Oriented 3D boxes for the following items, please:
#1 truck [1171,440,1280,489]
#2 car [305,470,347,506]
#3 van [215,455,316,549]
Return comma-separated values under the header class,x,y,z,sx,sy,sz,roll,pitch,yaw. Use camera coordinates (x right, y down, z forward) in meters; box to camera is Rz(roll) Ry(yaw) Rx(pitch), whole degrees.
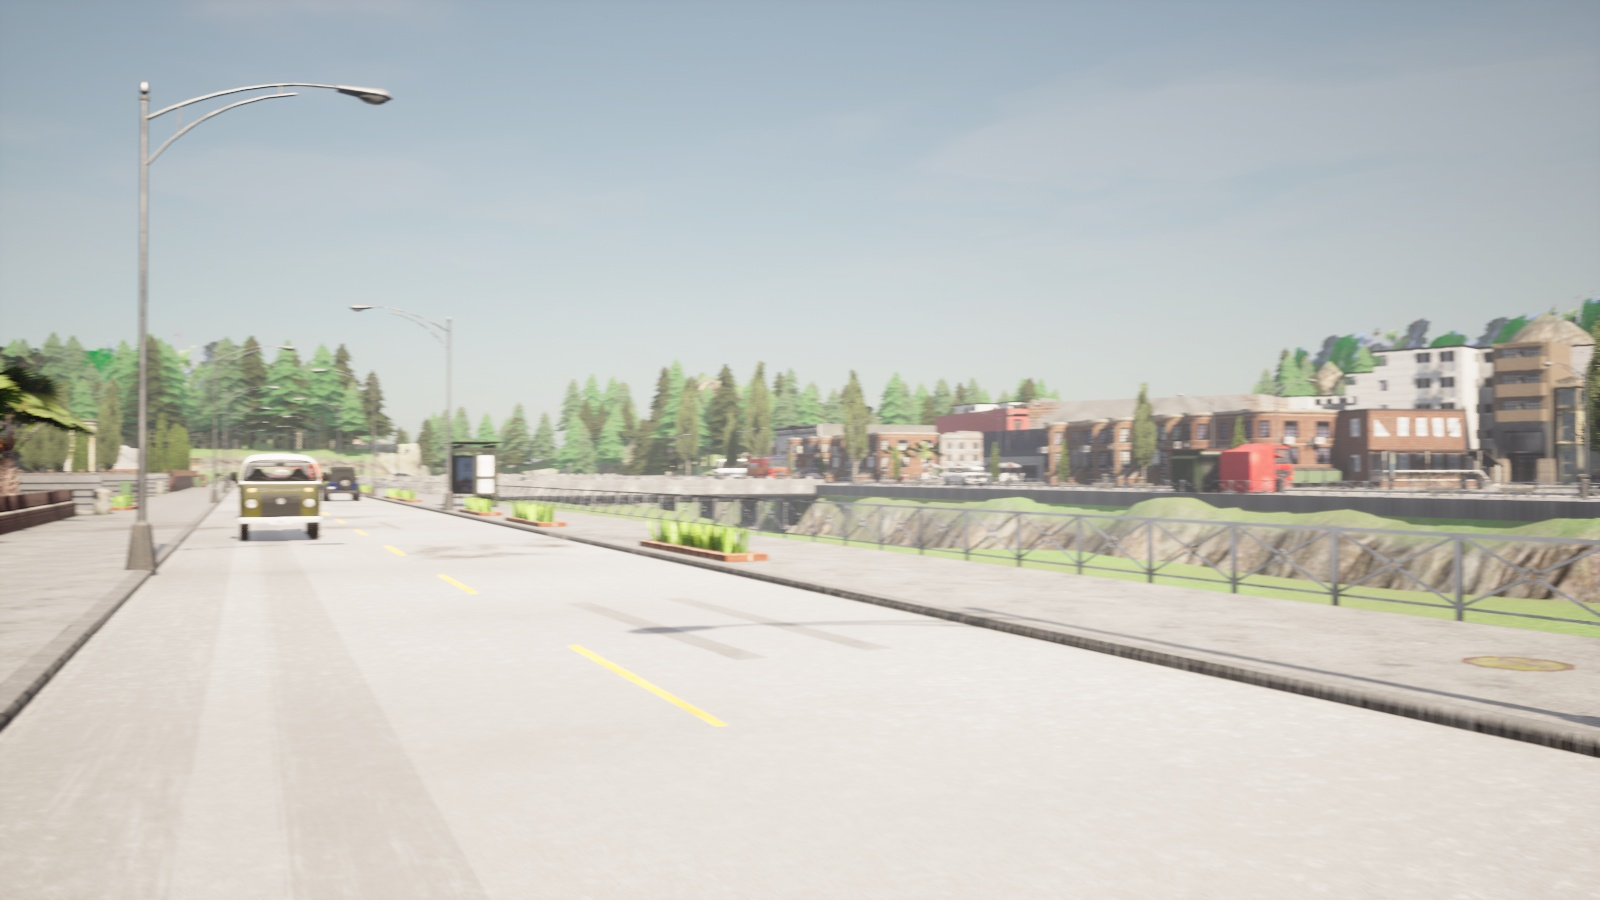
class,x,y,z,sx,sy,sz,roll,pitch,yaw
truck,31.147,1.089,92.308,2.891,3.462,7.936,0,-1,-24
car,-26.216,2.081,69.420,1.905,1.878,3.866,0,-1,-24
van,-12.839,1.191,30.067,2.069,2.038,4.480,0,-1,-24
